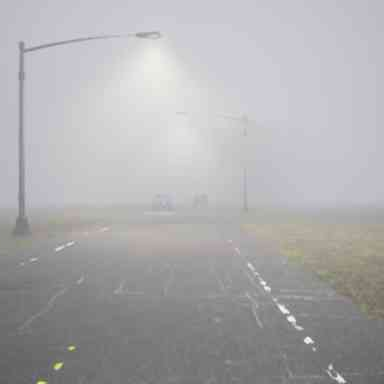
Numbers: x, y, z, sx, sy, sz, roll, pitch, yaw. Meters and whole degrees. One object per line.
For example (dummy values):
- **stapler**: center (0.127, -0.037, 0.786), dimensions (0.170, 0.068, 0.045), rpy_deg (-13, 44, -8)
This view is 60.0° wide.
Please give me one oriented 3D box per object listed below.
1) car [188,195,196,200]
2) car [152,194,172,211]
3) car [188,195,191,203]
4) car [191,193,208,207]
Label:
- **car**: center (0.025, 1.397, 85.977), dimensions (1.895, 1.301, 4.718), rpy_deg (0, 0, 0)
- **car**: center (-3.574, 1.207, 40.474), dimensions (2.150, 2.045, 5.566), rpy_deg (0, 0, 0)
- **car**: center (0.021, 1.422, 68.465), dimensions (2.033, 1.411, 5.357), rpy_deg (0, 0, 0)
- **car**: center (1.240, 1.205, 49.774), dimensions (2.150, 2.045, 5.566), rpy_deg (0, 0, 0)
